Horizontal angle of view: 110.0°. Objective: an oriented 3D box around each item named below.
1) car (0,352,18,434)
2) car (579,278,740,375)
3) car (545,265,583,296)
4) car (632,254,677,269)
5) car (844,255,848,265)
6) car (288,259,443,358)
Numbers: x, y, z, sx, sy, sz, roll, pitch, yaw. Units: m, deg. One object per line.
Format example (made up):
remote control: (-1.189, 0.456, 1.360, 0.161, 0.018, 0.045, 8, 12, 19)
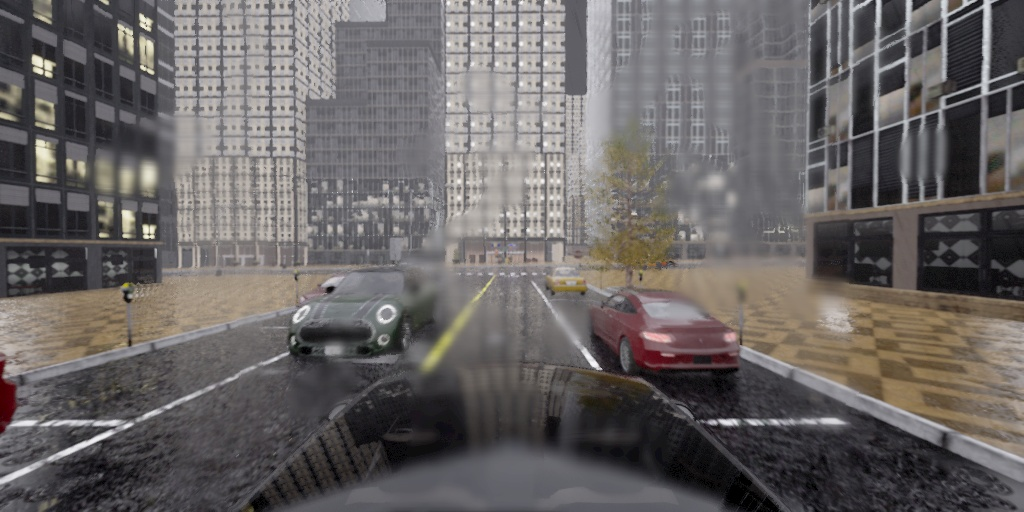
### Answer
car: (-5.690, 1.298, 1.541, 1.888, 1.381, 4.507, 0, 0, 0)
car: (2.680, 1.293, 7.117, 1.802, 1.307, 4.207, 0, 0, 0)
car: (2.657, 1.158, 18.406, 1.751, 1.417, 4.829, 0, 0, 0)
car: (15.951, 0.526, 40.215, 4.553, 1.767, 2.097, -1, 1, 1)
car: (39.949, 0.139, 39.949, 4.553, 1.767, 2.097, -1, 1, 1)
car: (-3.111, 1.054, 8.517, 2.097, 1.767, 4.553, 0, 0, 0)
